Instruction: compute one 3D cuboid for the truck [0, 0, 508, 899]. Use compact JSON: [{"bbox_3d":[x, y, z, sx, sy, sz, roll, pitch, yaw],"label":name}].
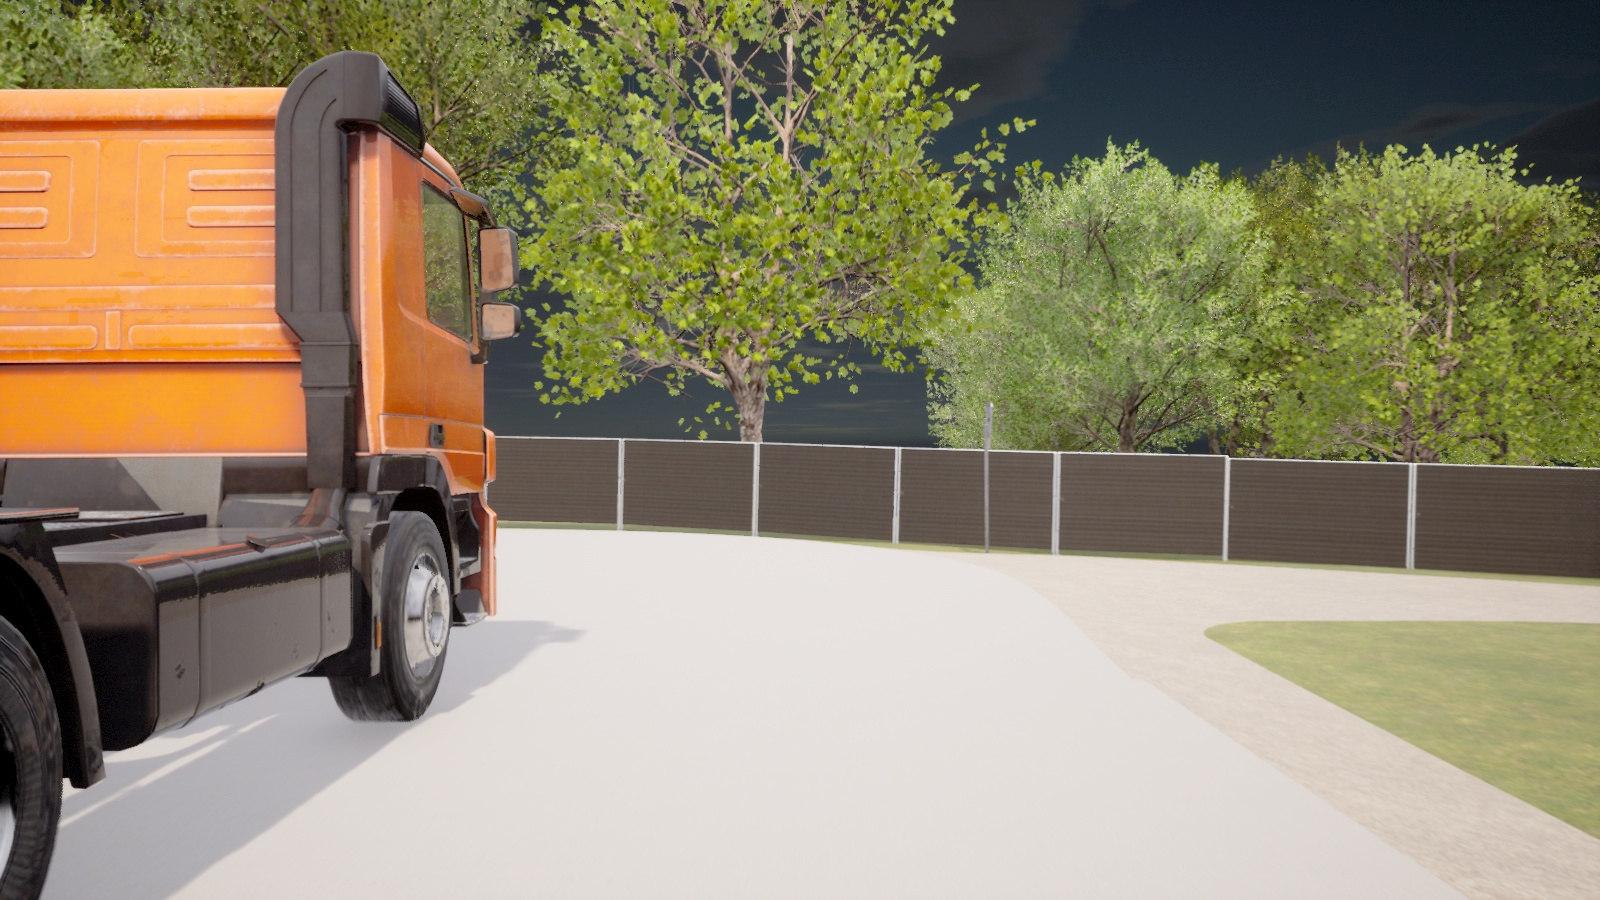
[{"bbox_3d":[-3.461,-0.241,4.560,2.891,3.462,7.936,0,0,0],"label":"truck"}]
